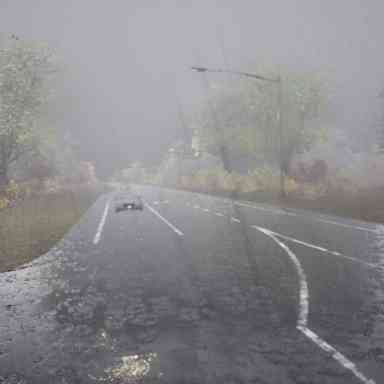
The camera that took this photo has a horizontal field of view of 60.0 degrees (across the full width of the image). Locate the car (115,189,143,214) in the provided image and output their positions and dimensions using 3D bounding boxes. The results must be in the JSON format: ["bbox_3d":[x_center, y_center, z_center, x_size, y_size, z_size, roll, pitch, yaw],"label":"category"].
[{"bbox_3d":[-4.835,0.786,25.177,1.994,1.385,4.181,-3,3,-13],"label":"car"}]

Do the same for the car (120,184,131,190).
[{"bbox_3d":[-13.514,-0.915,67.503,2.128,1.511,4.902,-3,3,-7],"label":"car"}]
